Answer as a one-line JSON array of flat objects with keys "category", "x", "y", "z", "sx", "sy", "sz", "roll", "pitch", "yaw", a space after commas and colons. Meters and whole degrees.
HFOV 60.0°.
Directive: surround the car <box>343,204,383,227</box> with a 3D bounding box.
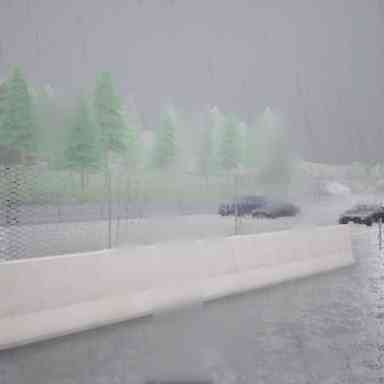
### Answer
[{"category": "car", "x": 12.064, "y": 1.554, "z": 22.953, "sx": 5.357, "sy": 1.411, "sz": 2.033, "roll": 0, "pitch": 0, "yaw": -43}]
